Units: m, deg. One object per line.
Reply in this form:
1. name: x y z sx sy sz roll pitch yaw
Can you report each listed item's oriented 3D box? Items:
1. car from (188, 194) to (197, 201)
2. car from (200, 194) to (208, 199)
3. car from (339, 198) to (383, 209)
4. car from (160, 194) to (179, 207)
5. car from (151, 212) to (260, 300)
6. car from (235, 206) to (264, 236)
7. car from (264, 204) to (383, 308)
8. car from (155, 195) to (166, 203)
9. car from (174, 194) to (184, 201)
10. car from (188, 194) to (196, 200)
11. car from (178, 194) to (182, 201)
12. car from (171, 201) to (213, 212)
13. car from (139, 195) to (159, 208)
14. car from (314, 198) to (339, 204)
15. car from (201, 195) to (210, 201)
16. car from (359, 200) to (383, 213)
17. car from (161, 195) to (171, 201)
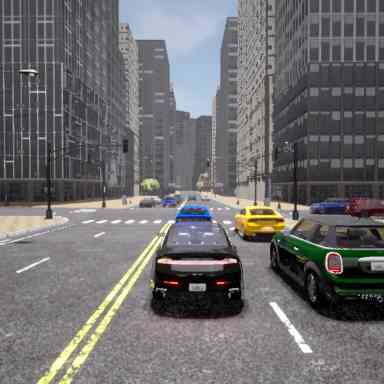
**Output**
1. car: 0.066 1.270 80.641 2.097 1.767 4.553 0 0 0
2. car: 3.324 1.334 90.700 1.895 1.301 4.718 0 0 0
3. car: 16.225 1.518 29.453 5.009 1.841 2.192 1 0 1
4. car: -3.300 1.489 49.564 1.812 1.442 4.674 0 0 0
5. car: 0.105 1.487 8.364 2.128 1.511 4.902 0 0 0
6. car: 3.363 1.468 17.256 1.882 1.535 5.008 0 0 0
7. car: 3.356 1.348 8.076 2.097 1.767 4.553 0 0 0
8. car: -6.445 1.442 69.053 1.837 1.490 4.892 0 0 0
9. car: -3.185 1.272 81.350 2.097 1.767 4.553 0 0 0
10. car: 0.073 1.264 90.673 2.128 1.511 4.902 0 0 0
11. car: -3.275 1.516 59.301 1.994 1.385 4.181 0 0 0
12. car: 0.118 1.468 17.868 1.882 1.535 5.008 0 0 1
13. car: -6.545 1.511 49.135 2.033 1.411 5.357 0 0 0
14. car: 14.912 1.449 35.256 4.553 1.767 2.097 1 1 1
15. car: 3.316 1.510 80.698 1.895 1.301 4.718 0 0 0
16. car: 21.840 1.641 37.734 4.829 1.417 1.752 1 0 1
17. car: -6.434 1.464 82.601 1.994 1.385 4.181 0 0 0
